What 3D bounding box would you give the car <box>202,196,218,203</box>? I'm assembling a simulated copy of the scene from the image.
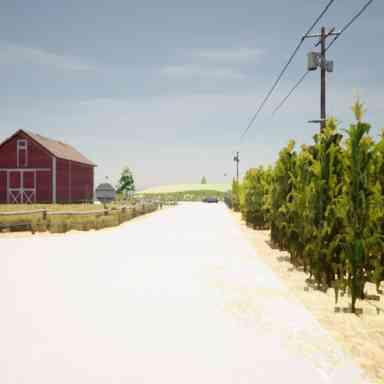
[{"bbox_3d":[3.571,1.550,66.162,1.994,1.385,4.181,0,0,-20],"label":"car"}]
